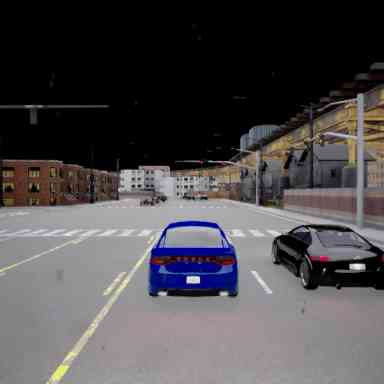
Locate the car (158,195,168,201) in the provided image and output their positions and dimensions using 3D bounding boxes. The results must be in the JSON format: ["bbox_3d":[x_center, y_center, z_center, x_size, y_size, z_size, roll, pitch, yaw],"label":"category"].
[{"bbox_3d":[-7.258,1.539,84.147,2.033,1.411,5.357,0,0,0],"label":"car"}]

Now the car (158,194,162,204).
[{"bbox_3d":[-7.246,1.526,63.406,1.812,1.442,4.674,0,0,0],"label":"car"}]

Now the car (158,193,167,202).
[{"bbox_3d":[-7.225,1.225,73.640,2.150,2.045,5.566,0,0,0],"label":"car"}]

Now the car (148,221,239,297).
[{"bbox_3d":[0.035,1.478,8.638,1.882,1.535,5.008,0,0,0],"label":"car"}]

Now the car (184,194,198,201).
[{"bbox_3d":[-0.282,1.345,86.759,2.097,1.767,4.553,0,0,-3],"label":"car"}]

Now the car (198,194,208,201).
[{"bbox_3d":[3.204,1.471,87.658,1.882,1.535,5.008,0,0,-3],"label":"car"}]

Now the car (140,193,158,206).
[{"bbox_3d":[-7.251,1.352,54.607,2.097,1.767,4.553,0,0,0],"label":"car"}]

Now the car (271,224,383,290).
[{"bbox_3d":[3.538,1.564,9.104,1.994,1.385,4.181,0,0,0],"label":"car"}]
